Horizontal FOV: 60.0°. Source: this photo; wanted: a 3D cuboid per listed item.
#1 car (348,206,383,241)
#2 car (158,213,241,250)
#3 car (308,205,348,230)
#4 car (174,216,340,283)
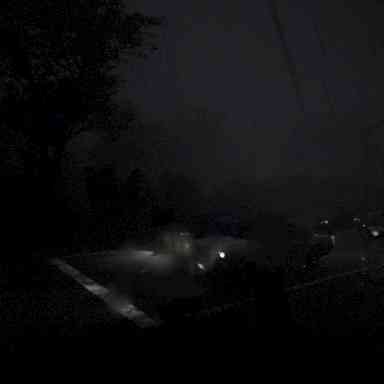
[{"bbox_3d":[9.515,1.420,15.055,4.902,1.511,2.128,0,0,-35],"label":"car"},{"bbox_3d":[0.760,1.529,13.124,4.181,1.385,1.994,0,0,-35],"label":"car"},{"bbox_3d":[7.835,1.453,18.154,4.674,1.442,1.812,0,0,-35],"label":"car"},{"bbox_3d":[2.042,1.570,9.743,4.718,1.301,1.895,0,0,-35],"label":"car"}]
